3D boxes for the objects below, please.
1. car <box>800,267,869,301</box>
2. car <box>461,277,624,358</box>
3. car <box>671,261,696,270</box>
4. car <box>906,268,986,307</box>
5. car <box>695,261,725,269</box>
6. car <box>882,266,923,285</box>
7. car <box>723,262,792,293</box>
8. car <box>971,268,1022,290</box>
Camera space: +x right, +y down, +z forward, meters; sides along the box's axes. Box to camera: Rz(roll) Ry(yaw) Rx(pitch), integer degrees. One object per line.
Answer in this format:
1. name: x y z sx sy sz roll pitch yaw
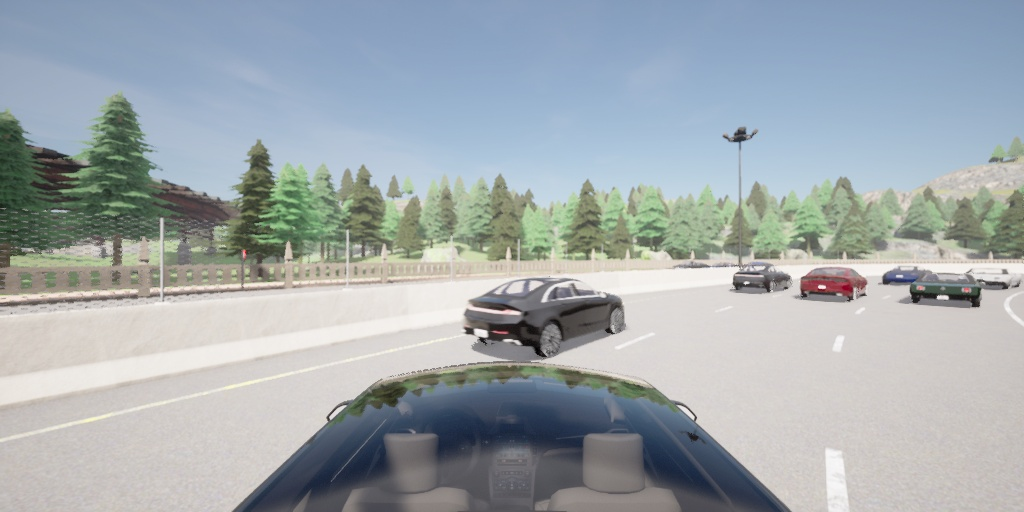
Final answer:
1. car: 15.997 1.277 17.751 5.008 1.535 1.882 0 0 -38
2. car: 1.014 1.260 8.657 2.128 1.511 4.902 0 0 42
3. car: 20.692 1.355 41.742 4.902 1.511 2.128 0 0 -28
4. car: 19.323 1.397 15.913 4.718 1.301 1.895 0 0 -37
5. car: 22.872 1.403 38.937 5.357 1.411 2.033 0 0 -27
6. car: 28.781 1.391 25.946 4.181 1.385 1.994 0 0 -28
7. car: 14.892 1.299 21.278 4.902 1.511 2.128 0 0 -37
8. car: 31.066 1.422 23.239 4.718 1.301 1.895 0 0 -28
